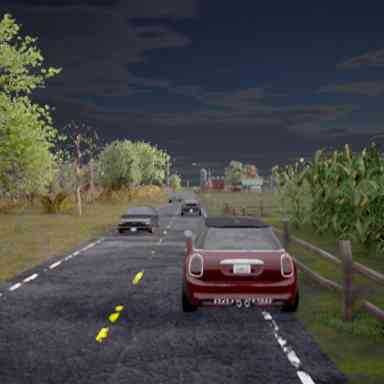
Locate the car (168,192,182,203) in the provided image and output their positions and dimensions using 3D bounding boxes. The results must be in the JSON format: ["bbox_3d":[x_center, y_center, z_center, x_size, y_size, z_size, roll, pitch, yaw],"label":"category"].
[{"bbox_3d":[-3.064,0.983,60.628,2.150,2.045,5.566,0,0,0],"label":"car"}]

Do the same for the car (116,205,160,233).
[{"bbox_3d":[-2.928,1.486,19.267,2.033,1.411,5.357,0,0,0],"label":"car"}]

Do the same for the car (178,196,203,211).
[{"bbox_3d":[-0.076,1.398,31.726,1.837,1.490,4.892,0,0,0],"label":"car"}]

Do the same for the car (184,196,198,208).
[{"bbox_3d":[-0.123,1.339,45.911,1.837,1.490,4.892,0,0,0],"label":"car"}]

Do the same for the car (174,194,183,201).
[{"bbox_3d":[-3.057,1.249,74.827,1.994,1.385,4.181,0,0,0],"label":"car"}]

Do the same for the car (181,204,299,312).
[{"bbox_3d":[0.871,1.328,7.807,2.097,1.767,4.553,0,0,0],"label":"car"}]
